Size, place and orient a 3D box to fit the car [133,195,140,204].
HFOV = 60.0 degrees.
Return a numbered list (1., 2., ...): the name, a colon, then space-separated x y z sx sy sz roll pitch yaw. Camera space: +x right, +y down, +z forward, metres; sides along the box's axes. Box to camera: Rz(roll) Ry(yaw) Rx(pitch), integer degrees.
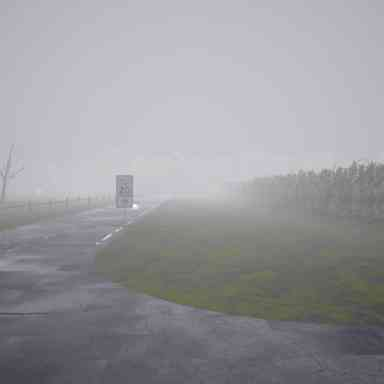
1. car: -9.423 1.146 52.368 1.895 1.301 4.718 1 0 -2
